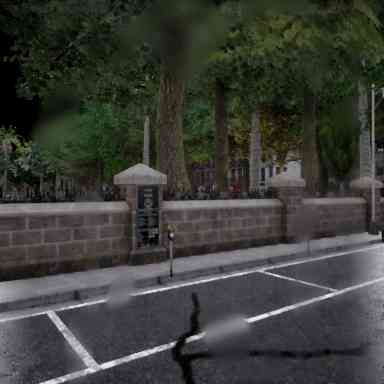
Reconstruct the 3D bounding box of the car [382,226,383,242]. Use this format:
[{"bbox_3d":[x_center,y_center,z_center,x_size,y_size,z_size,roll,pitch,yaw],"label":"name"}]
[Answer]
[{"bbox_3d":[9.735,1.317,13.481,5.009,1.841,2.192,0,0,-36],"label":"car"}]
